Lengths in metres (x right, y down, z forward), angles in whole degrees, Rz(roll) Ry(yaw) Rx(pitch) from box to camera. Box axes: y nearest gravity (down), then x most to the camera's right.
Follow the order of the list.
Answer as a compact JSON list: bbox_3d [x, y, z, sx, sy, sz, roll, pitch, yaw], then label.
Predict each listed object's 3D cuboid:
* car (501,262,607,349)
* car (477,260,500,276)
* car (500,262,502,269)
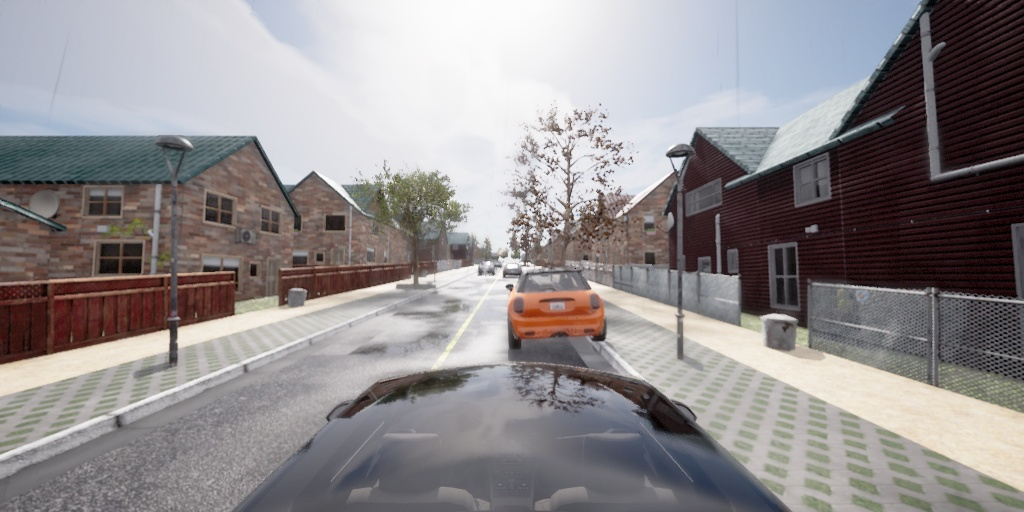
[{"bbox_3d":[0.922,1.087,9.421,2.097,1.767,4.553,-3,-1,0],"label":"car"},{"bbox_3d":[-2.864,1.426,40.986,2.128,1.511,4.902,0,0,0],"label":"car"},{"bbox_3d":[0.056,1.479,36.913,1.994,1.385,4.181,0,0,0],"label":"car"}]
